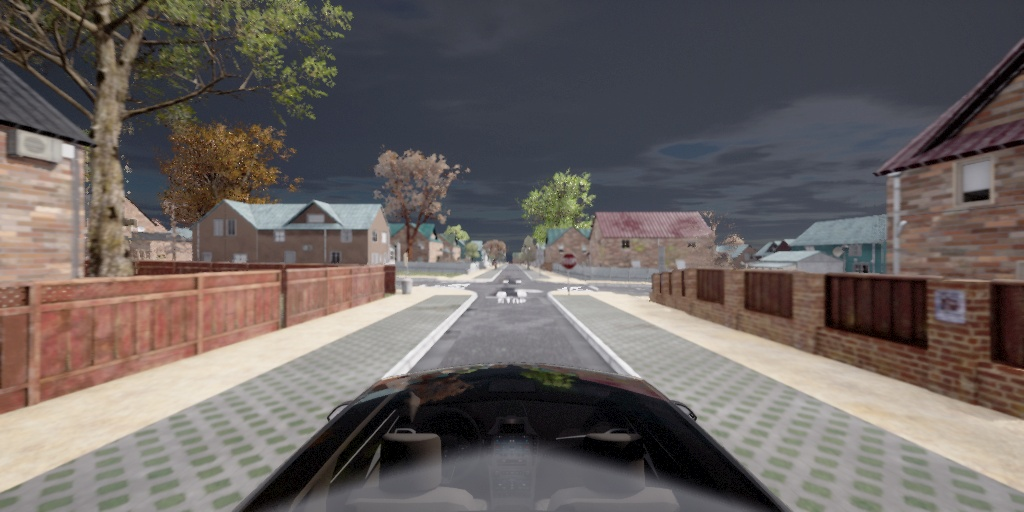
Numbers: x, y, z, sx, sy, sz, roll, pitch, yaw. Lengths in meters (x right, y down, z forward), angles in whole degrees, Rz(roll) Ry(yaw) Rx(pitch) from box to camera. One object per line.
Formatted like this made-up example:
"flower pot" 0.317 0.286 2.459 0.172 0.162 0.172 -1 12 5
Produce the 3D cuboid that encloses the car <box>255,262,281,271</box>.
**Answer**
"car" -16.865 1.118 25.132 5.357 1.411 2.033 2 0 0

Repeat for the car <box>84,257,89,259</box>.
"car" -30.024 0.767 25.067 5.357 1.411 2.033 1 0 0
